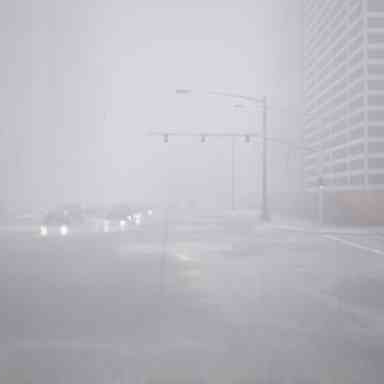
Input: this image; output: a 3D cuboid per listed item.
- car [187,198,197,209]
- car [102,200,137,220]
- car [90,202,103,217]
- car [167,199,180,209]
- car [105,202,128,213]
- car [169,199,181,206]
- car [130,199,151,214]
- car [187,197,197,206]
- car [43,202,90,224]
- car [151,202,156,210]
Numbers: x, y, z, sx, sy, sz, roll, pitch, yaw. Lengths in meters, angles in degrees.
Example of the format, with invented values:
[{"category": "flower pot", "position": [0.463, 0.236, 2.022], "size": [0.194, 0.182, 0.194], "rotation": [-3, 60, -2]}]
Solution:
[{"category": "car", "position": [0.017, 2.237, 59.318], "size": [2.033, 1.411, 5.357], "rotation": [0, -1, 0]}, {"category": "car", "position": [-7.090, 1.890, 33.058], "size": [1.837, 1.490, 4.892], "rotation": [0, -1, 0]}, {"category": "car", "position": [-10.587, 1.909, 37.070], "size": [1.882, 1.535, 5.008], "rotation": [0, -1, 0]}, {"category": "car", "position": [-3.483, 2.181, 59.320], "size": [2.128, 1.511, 4.902], "rotation": [0, -1, 0]}, {"category": "car", "position": [-10.581, 2.094, 46.979], "size": [2.033, 1.411, 5.357], "rotation": [0, -1, 0]}, {"category": "car", "position": [-3.480, 2.164, 69.605], "size": [2.128, 1.511, 4.902], "rotation": [0, -1, 0]}, {"category": "car", "position": [-7.084, 1.997, 43.408], "size": [2.128, 1.511, 4.902], "rotation": [0, -1, 0]}, {"category": "car", "position": [0.020, 1.993, 69.577], "size": [2.097, 1.767, 4.553], "rotation": [0, -1, 0]}, {"category": "car", "position": [-10.629, 1.678, 27.940], "size": [2.097, 1.767, 4.553], "rotation": [0, -1, 1]}, {"category": "car", "position": [-7.063, 2.226, 53.730], "size": [1.895, 1.301, 4.718], "rotation": [0, -1, 0]}]
